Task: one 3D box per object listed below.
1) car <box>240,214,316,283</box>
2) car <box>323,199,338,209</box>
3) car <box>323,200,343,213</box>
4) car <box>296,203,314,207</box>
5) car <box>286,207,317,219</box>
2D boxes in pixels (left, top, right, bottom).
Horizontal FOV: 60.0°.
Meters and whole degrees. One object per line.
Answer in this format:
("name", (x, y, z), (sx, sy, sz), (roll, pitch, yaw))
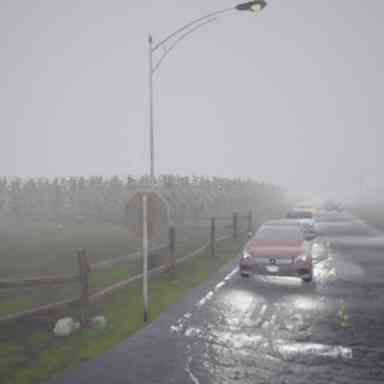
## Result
("car", (2.777, 1.632, 10.306), (1.812, 1.442, 4.674), (-1, -1, 20))
("car", (21.946, 1.929, 52.793), (2.033, 1.411, 5.357), (-1, -1, 21))
("car", (17.587, 1.901, 41.249), (1.895, 1.301, 4.718), (-1, -1, 21))
("car", (10.136, 1.737, 29.795), (1.882, 1.535, 5.008), (-1, -1, 21))
("car", (6.309, 1.782, 19.653), (1.895, 1.301, 4.718), (-1, -1, 21))
